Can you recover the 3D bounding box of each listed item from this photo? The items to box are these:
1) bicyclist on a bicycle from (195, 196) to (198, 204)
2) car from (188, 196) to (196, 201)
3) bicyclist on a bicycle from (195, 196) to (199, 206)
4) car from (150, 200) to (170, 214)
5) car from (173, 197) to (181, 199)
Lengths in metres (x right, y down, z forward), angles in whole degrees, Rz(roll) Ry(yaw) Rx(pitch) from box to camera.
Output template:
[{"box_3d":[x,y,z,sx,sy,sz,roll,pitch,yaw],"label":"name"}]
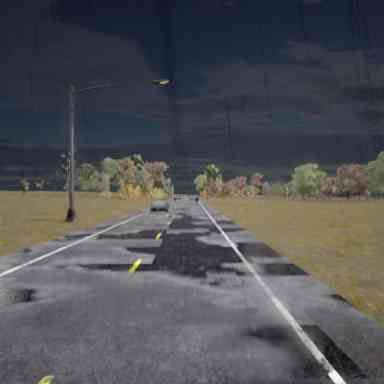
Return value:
[{"box_3d":[0.975,1.668,66.687,0.582,1.620,1.656,0,-1,0],"label":"bicyclist on a bicycle"},{"box_3d":[0.015,1.633,84.943,2.033,1.411,5.357,0,0,0],"label":"car"},{"box_3d":[0.972,1.559,57.579,0.659,1.776,1.843,0,0,0],"label":"bicyclist on a bicycle"},{"box_3d":[-3.587,1.603,37.641,1.882,1.535,5.008,0,0,0],"label":"car"},{"box_3d":[-3.487,1.407,79.058,2.033,1.411,5.357,0,0,0],"label":"car"}]
